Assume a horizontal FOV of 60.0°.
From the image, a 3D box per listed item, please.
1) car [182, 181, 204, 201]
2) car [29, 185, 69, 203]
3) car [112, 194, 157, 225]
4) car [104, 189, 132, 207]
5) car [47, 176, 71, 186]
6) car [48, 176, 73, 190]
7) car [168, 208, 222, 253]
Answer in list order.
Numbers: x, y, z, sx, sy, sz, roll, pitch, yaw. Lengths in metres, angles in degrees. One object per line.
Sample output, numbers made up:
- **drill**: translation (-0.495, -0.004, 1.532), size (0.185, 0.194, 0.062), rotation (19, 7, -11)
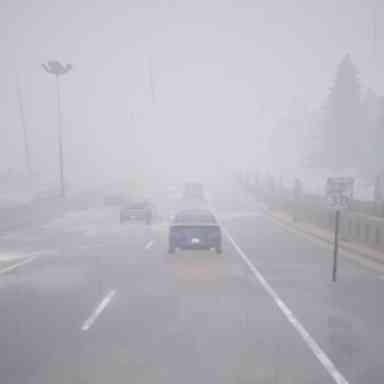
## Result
- **car**: translation (0.138, -0.198, 36.006), size (2.150, 2.045, 5.566), rotation (0, 6, 0)
- **car**: translation (-14.049, 0.452, 32.414), size (1.812, 1.442, 4.674), rotation (0, 5, 0)
- **car**: translation (-3.377, 1.157, 21.482), size (2.128, 1.511, 4.902), rotation (0, 3, 0)
- **car**: translation (-6.867, 0.488, 31.449), size (1.882, 1.535, 5.008), rotation (0, 5, 0)
- **car**: translation (-20.939, -1.776, 52.548), size (1.895, 1.301, 4.718), rotation (0, 7, 1)
- **car**: translation (-17.499, -0.899, 44.503), size (1.837, 1.490, 4.892), rotation (0, 7, 1)
- **car**: translation (0.114, 1.390, 13.320), size (1.882, 1.535, 5.008), rotation (0, 1, 0)
